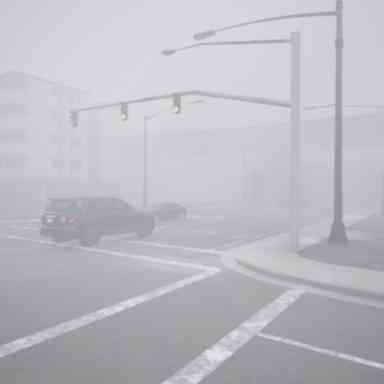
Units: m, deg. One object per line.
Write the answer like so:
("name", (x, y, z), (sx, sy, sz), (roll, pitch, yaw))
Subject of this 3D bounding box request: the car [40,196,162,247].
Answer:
("car", (-4.099, 1.226, 15.331), (2.150, 2.045, 5.566), (0, 0, 34))

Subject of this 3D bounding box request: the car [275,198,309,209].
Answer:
("car", (13.788, 1.530, 45.720), (5.357, 1.411, 2.033), (0, 0, -35))

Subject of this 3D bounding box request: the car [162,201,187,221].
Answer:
("car", (-2.321, 1.458, 24.404), (1.882, 1.535, 5.008), (0, 1, 34))
